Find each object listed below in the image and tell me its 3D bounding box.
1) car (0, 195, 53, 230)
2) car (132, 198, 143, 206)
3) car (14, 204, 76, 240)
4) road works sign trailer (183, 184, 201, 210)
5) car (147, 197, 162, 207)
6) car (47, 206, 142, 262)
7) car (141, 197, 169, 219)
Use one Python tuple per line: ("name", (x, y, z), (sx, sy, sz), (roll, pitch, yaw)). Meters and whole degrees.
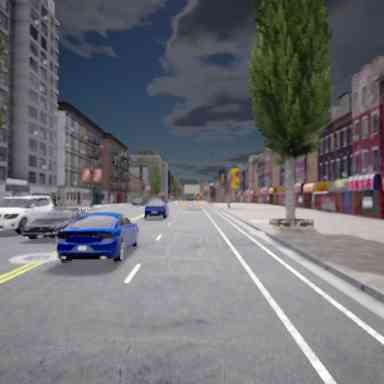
("car", (-9.849, 1.230, 19.174), (2.150, 2.045, 5.566), (0, 0, 0))
("car", (-9.781, 1.899, 60.949), (1.837, 1.490, 4.892), (0, -1, 1))
("car", (-6.599, 1.549, 17.149), (2.033, 1.411, 5.357), (0, 0, 0))
("road works sign trailer", (0.002, 0.651, 45.949), (2.380, 3.560, 2.880), (0, -1, 0))
("car", (-6.537, 1.700, 58.016), (2.097, 1.767, 4.553), (0, -1, 1))
("car", (-3.150, 1.468, 12.022), (1.882, 1.535, 5.008), (0, 0, 0))
("car", (-3.150, 1.544, 30.379), (1.882, 1.535, 5.008), (0, 0, 0))
